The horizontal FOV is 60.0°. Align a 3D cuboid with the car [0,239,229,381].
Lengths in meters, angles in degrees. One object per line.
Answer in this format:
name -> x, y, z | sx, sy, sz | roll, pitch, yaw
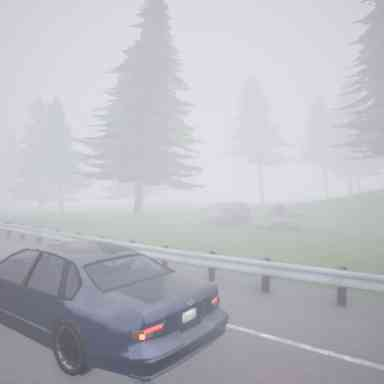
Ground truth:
car -> -2.044, 1.538, 5.551 | 5.357, 1.411, 2.033 | 0, 0, 37
